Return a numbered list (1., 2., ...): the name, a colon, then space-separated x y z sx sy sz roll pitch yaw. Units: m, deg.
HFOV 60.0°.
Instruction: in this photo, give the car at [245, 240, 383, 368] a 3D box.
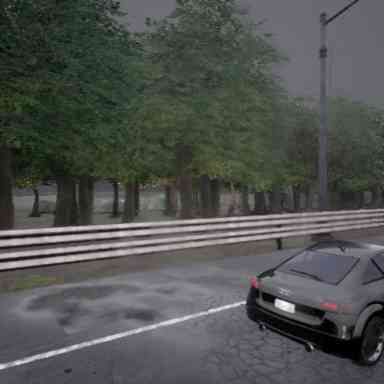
1. car: 2.936 1.570 5.835 4.181 1.385 1.994 0 0 -35
